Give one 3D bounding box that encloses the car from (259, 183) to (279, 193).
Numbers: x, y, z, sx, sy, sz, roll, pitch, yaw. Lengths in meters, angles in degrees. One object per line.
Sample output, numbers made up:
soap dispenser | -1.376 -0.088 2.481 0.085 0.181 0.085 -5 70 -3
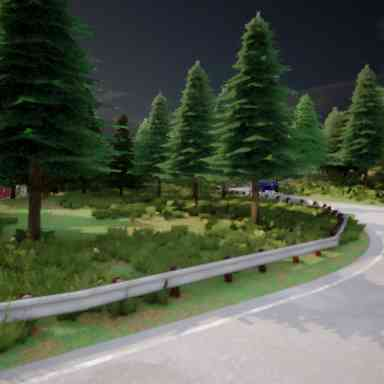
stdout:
car | 10.357 -0.974 45.589 2.150 2.045 5.566 0 4 1
